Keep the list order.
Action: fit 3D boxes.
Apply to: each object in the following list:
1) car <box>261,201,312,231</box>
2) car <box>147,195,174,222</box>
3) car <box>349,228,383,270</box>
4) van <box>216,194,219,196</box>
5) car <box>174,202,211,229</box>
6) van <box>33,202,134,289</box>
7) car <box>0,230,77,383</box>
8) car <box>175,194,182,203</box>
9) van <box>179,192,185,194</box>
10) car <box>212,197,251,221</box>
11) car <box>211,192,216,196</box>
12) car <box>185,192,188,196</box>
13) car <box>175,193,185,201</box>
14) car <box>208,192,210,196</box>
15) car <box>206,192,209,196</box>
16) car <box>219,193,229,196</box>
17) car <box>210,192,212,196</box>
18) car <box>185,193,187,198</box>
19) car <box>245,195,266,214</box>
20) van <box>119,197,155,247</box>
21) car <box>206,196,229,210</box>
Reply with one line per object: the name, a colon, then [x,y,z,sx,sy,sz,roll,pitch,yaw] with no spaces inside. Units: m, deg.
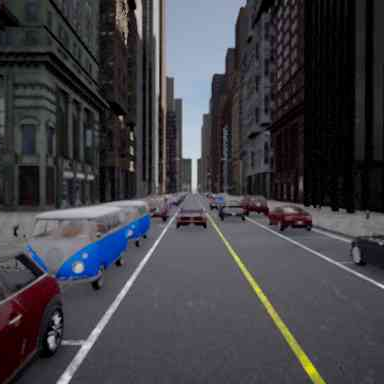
car: [5.742,1.482,19.961,1.887,1.381,4.507,0,0,0]
car: [-2.786,1.210,25.576,2.192,1.841,5.009,0,0,0]
car: [5.749,1.530,8.689,2.008,1.369,4.403,0,0,0]
van: [5.717,1.148,59.414,1.690,1.788,3.998,0,0,0]
car: [-0.019,1.520,20.868,1.895,1.301,4.718,0,0,0]
van: [-2.776,1.299,8.667,1.690,1.788,3.998,0,0,0]
car: [-2.772,1.421,3.031,1.967,1.590,4.097,0,0,0]
car: [-2.801,1.364,48.123,1.887,1.381,4.507,0,0,0]
van: [-2.815,1.094,70.669,1.690,1.788,3.998,0,0,0]
car: [3.023,1.398,26.328,2.128,1.511,4.902,0,0,1]
car: [5.710,1.214,70.687,1.967,1.590,4.097,0,0,0]
car: [-2.826,1.018,87.579,2.192,1.841,5.009,0,0,0]
car: [-2.808,1.351,59.397,1.947,1.339,4.313,0,0,0]
car: [5.703,1.292,81.960,2.008,1.369,4.403,0,0,0]
car: [5.696,1.149,93.231,1.967,1.590,4.097,0,0,0]
car: [5.721,1.348,53.948,1.752,1.417,4.829,0,0,0]
car: [5.707,1.282,76.493,1.752,1.417,4.829,0,0,0]
car: [-2.818,1.302,76.307,1.947,1.339,4.313,0,0,0]
car: [5.735,1.211,31.232,2.192,1.841,5.009,0,0,0]
van: [-2.779,1.278,14.303,1.690,1.788,3.998,0,0,0]
car: [3.001,1.461,39.812,1.895,1.301,4.718,0,0,0]
